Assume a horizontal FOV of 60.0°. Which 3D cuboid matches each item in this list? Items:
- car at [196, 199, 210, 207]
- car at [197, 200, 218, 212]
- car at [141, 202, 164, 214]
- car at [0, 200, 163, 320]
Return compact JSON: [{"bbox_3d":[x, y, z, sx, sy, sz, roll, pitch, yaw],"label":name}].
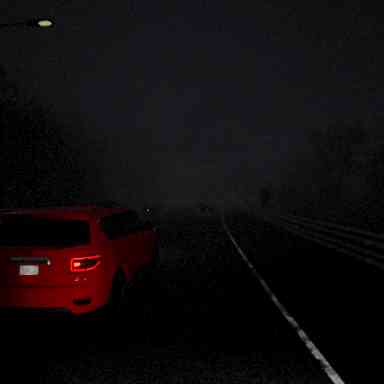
[{"bbox_3d":[2.004,2.468,69.618,1.812,1.442,4.674,0,-1,9],"label":"car"},{"bbox_3d":[2.374,2.258,49.085,1.895,1.301,4.718,0,-1,8],"label":"car"},{"bbox_3d":[-5.247,2.105,44.806,1.837,1.490,4.892,0,-1,8],"label":"car"},{"bbox_3d":[-2.265,1.325,7.760,2.150,2.045,5.566,0,-1,5],"label":"car"}]
